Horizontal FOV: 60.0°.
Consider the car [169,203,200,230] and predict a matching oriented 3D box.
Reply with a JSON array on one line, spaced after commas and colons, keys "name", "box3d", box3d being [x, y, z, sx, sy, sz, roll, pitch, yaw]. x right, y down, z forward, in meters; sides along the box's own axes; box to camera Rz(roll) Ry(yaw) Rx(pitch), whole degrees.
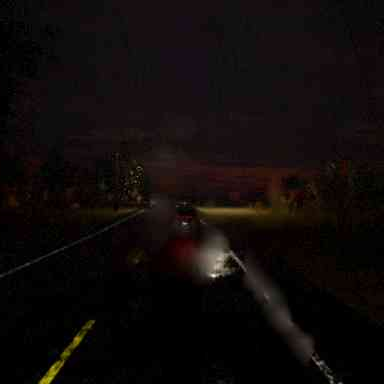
[{"name": "car", "box3d": [-0.512, 1.746, 22.883, 1.837, 1.490, 4.892, 0, 0, -3]}]

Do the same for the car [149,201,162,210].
[{"name": "car", "box3d": [-5.628, 2.092, 52.025, 2.033, 1.411, 5.357, 0, -1, -3]}]

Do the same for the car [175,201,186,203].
[{"name": "car", "box3d": [-1.497, 1.928, 42.088, 2.128, 1.511, 4.902, 0, -1, -3]}]
